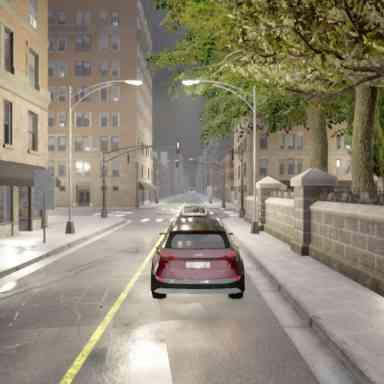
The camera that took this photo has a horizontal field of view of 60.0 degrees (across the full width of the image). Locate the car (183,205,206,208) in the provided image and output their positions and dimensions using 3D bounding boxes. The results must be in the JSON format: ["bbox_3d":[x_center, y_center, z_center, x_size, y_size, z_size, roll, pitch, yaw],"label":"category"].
[{"bbox_3d":[0.135,1.498,18.295,1.837,1.490,4.892,0,0,0],"label":"car"}]

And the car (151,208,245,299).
[{"bbox_3d":[0.117,1.427,8.449,2.033,1.649,4.856,0,0,0],"label":"car"}]
